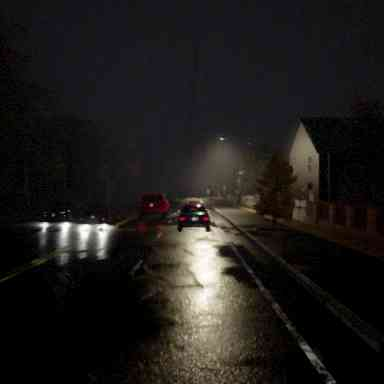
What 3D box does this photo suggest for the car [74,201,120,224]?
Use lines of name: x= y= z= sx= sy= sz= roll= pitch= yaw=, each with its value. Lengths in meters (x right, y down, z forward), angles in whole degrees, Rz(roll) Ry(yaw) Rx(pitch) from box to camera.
car: x=-6.532 y=1.461 z=23.907 sx=1.994 sy=1.385 sz=4.181 roll=0 pitch=0 yaw=1

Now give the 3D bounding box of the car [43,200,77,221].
car: x=-9.759 y=1.394 z=25.855 sx=1.837 sy=1.490 sz=4.892 roll=0 pitch=0 yaw=0

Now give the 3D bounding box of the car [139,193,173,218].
car: x=-3.143 y=1.096 z=28.517 sx=2.150 sy=2.045 sz=5.566 roll=0 pitch=0 yaw=0

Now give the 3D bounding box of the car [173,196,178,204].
car: x=-3.136 y=1.306 z=50.288 sx=2.033 sy=1.411 sz=5.357 roll=0 pitch=0 yaw=0

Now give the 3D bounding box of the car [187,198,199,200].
car: x=0.112 y=1.400 z=42.600 sx=1.895 sy=1.301 sz=4.718 roll=0 pitch=0 yaw=0

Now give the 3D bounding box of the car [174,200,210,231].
car: x=0.105 y=1.464 z=19.977 sx=2.033 sy=1.411 sz=5.357 roll=0 pitch=0 yaw=0
